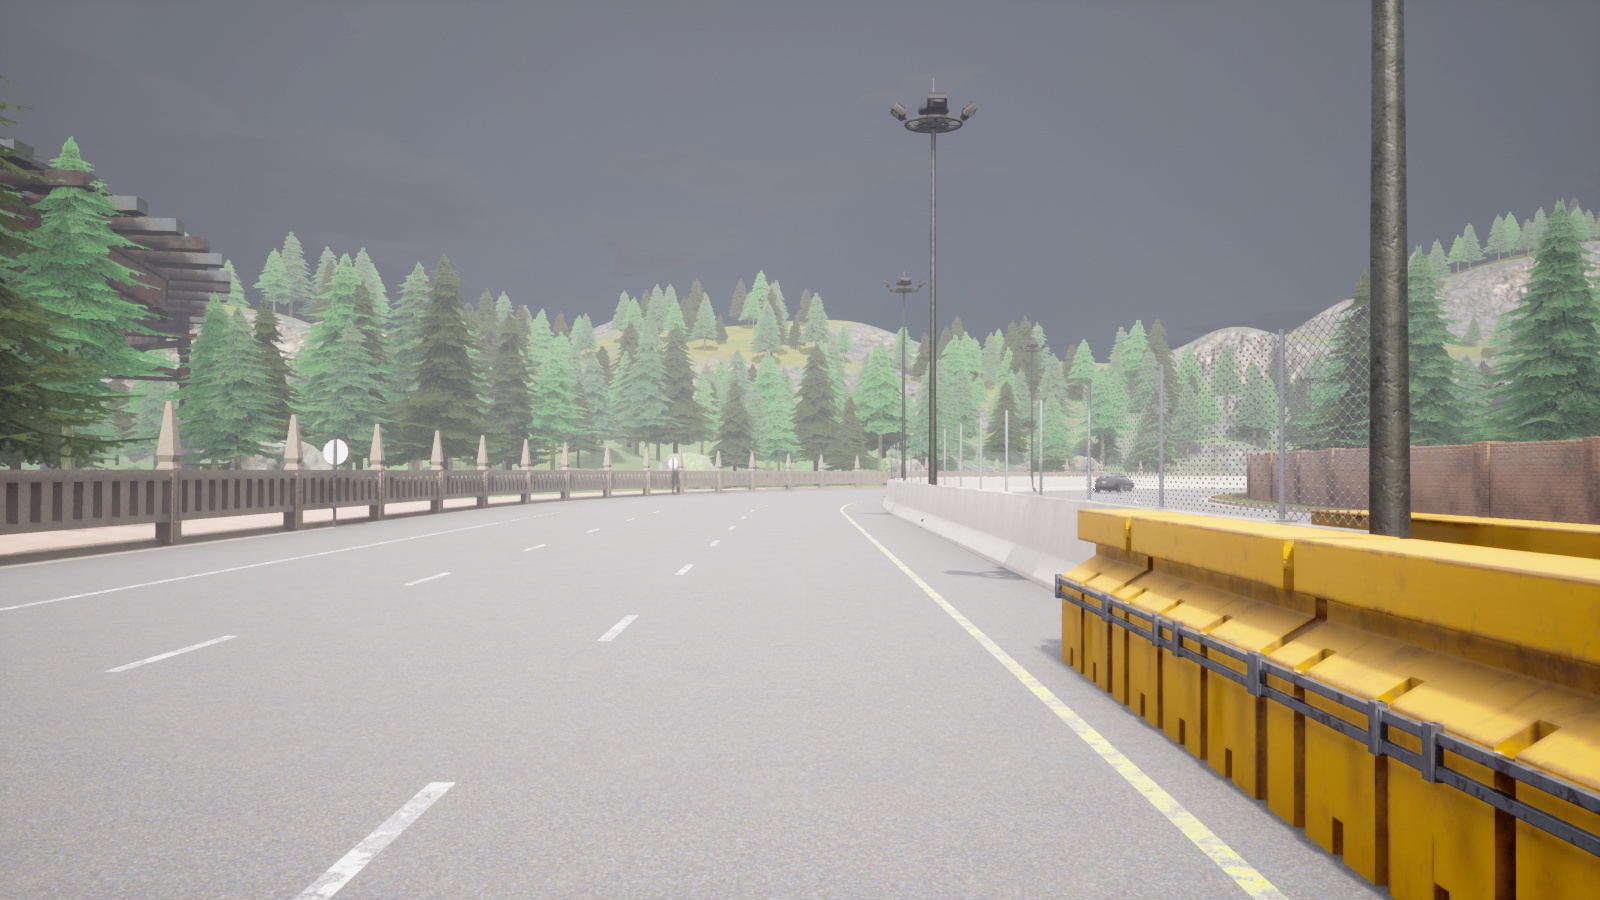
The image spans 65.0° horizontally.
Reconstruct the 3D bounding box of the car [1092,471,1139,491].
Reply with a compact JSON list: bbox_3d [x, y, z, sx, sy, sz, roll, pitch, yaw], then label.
[{"bbox_3d":[23.933,2.313,95.165,2.163,1.488,4.792,-1,-1,31],"label":"car"}]
